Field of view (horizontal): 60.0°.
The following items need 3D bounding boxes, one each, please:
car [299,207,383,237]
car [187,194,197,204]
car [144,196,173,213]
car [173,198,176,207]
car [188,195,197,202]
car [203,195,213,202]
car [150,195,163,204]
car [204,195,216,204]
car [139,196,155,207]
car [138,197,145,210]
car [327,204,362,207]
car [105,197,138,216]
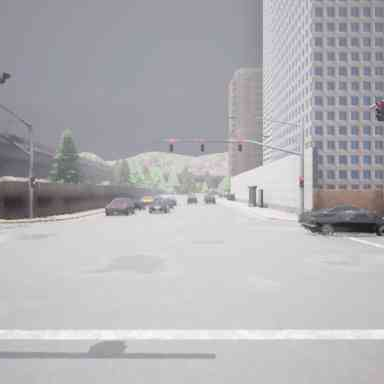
[{"bbox_3d":[8.392,1.644,17.698,4.718,1.301,1.895,1,0,0],"label":"car"},{"bbox_3d":[0.068,1.477,64.285,1.882,1.535,5.008,0,0,0],"label":"car"},{"bbox_3d":[-3.550,1.491,36.497,2.128,1.511,4.902,0,0,0],"label":"car"},{"bbox_3d":[-3.550,1.564,45.416,1.994,1.385,4.181,0,0,-1],"label":"car"},{"bbox_3d":[0.078,1.327,74.507,1.837,1.490,4.892,0,0,0],"label":"car"},{"bbox_3d":[3.578,1.367,74.502,2.033,1.411,5.357,0,0,0],"label":"car"},{"bbox_3d":[-6.958,1.477,65.889,1.882,1.535,5.008,0,0,1],"label":"car"},{"bbox_3d":[3.568,1.504,64.280,1.837,1.490,4.892,0,0,0],"label":"car"},{"bbox_3d":[-7.032,1.477,52.340,1.882,1.535,5.008,0,0,0],"label":"car"},{"bbox_3d":[-7.049,1.601,41.897,1.895,1.301,4.718,0,0,0],"label":"car"},{"bbox_3d":[9.515,1.559,21.695,4.892,1.490,1.837,0,0,7],"label":"car"},{"bbox_3d":[-7.059,1.352,32.911,2.097,1.767,4.553,0,0,0],"label":"car"}]
